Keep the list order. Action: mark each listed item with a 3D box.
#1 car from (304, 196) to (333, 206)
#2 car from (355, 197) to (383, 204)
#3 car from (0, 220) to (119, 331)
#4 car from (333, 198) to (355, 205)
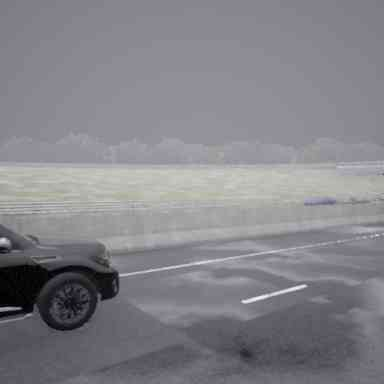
[{"bbox_3d":[15.934,1.274,41.136,5.008,1.535,1.882,-1,1,-35],"label":"car"},{"bbox_3d":[20.027,1.287,35.460,4.902,1.511,2.128,-1,1,-35],"label":"car"},{"bbox_3d":[-3.990,1.222,5.197,5.566,2.045,2.150,0,0,-35],"label":"car"},{"bbox_3d":[19.097,1.372,39.092,4.718,1.301,1.895,-1,1,-35],"label":"car"}]
